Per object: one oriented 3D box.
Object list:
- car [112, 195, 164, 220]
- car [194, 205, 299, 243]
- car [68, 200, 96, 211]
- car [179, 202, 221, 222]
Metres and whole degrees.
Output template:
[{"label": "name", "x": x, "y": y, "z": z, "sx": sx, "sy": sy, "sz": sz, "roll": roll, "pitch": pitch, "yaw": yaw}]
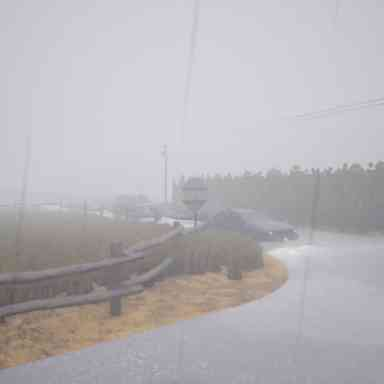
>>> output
[{"label": "car", "x": -4.304, "y": 1.221, "z": 25.798, "sx": 2.150, "sy": 2.045, "sz": 5.566, "roll": 0, "pitch": 0, "yaw": -36}, {"label": "car", "x": 2.466, "y": 1.547, "z": 15.826, "sx": 2.033, "sy": 1.411, "sz": 5.357, "roll": 0, "pitch": 0, "yaw": -31}, {"label": "car", "x": -12.369, "y": 1.600, "z": 37.187, "sx": 1.895, "sy": 1.301, "sz": 4.718, "roll": 0, "pitch": 0, "yaw": -35}, {"label": "car", "x": 0.883, "y": 1.491, "z": 24.329, "sx": 2.128, "sy": 1.511, "sz": 4.902, "roll": 0, "pitch": 0, "yaw": -35}]
